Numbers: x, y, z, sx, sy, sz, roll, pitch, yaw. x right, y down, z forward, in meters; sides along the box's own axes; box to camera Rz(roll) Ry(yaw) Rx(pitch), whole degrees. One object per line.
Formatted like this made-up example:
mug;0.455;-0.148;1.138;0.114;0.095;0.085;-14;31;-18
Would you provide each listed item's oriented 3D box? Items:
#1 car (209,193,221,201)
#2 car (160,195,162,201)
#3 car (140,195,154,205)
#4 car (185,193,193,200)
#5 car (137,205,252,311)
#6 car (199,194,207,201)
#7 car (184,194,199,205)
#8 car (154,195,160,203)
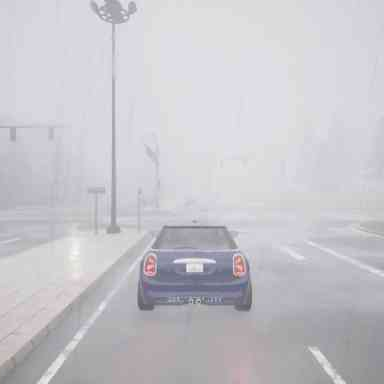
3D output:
car;6.257;1.203;85.053;2.150;2.045;5.566;0;0;-1
car;-8.773;1.521;86.704;2.033;1.411;5.357;0;0;-1
car;-8.374;1.496;58.835;1.837;1.490;4.892;0;0;-1
car;-0.924;1.176;95.613;2.150;2.045;5.566;0;0;-1
car;0.061;1.351;7.935;2.097;1.767;4.553;0;0;0
car;2.752;1.502;85.320;1.812;1.442;4.674;0;0;-1
car;-0.225;1.518;54.755;1.812;1.442;4.674;0;0;-1
car;-8.517;1.490;71.728;1.837;1.490;4.892;0;0;-1
